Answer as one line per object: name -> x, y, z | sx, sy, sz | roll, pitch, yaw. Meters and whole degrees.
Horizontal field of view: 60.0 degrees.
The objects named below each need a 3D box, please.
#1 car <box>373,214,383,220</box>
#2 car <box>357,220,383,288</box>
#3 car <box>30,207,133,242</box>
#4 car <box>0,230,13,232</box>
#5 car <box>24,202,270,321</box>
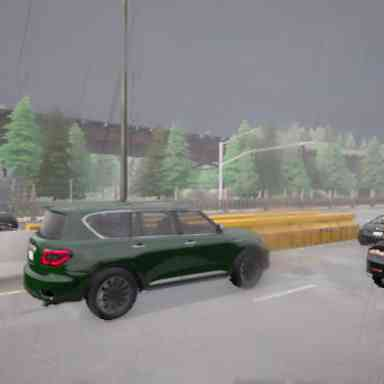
car -> 9.088, 1.650, 14.527 | 4.181, 1.385, 1.994 | 0, 0, -36
car -> 6.180, 1.544, 8.153 | 4.902, 1.511, 2.128 | 0, 0, -36
car -> -5.580, 1.555, 17.103 | 4.674, 1.442, 1.812 | 1, 0, -35
car -> -11.573, 1.353, 17.181 | 4.553, 1.767, 2.097 | 0, 0, -35
car -> -0.701, 1.244, 7.557 | 5.566, 2.045, 2.150 | 0, 0, -35
